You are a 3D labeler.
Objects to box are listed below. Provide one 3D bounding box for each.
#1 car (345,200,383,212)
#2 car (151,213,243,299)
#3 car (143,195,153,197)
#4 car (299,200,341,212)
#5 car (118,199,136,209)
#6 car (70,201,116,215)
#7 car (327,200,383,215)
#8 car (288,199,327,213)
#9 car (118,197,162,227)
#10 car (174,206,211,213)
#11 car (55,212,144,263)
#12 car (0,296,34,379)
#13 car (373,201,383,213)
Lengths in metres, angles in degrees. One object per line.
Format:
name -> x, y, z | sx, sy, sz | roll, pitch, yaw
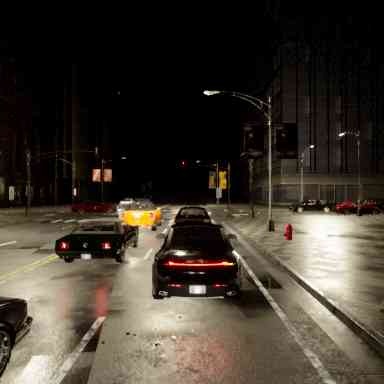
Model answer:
car -> 20.909, 1.643, 39.873 | 4.313, 1.339, 1.947 | 0, 0, -1
car -> 0.115, 1.512, 8.409 | 1.837, 1.490, 4.892 | 0, 0, 0
car -> -9.599, 1.603, 71.790 | 2.150, 2.045, 5.566 | 0, 0, 0
car -> 15.270, 1.663, 39.797 | 4.313, 1.339, 1.947 | 0, 0, -1
car -> -9.737, 1.745, 50.428 | 1.812, 1.442, 4.674 | 0, 0, 0
car -> -10.322, 1.642, 34.902 | 4.674, 1.442, 1.812 | 0, 0, -22
car -> 15.382, 1.577, 31.273 | 4.206, 1.307, 1.802 | 0, 0, -1
car -> 13.207, 1.576, 37.016 | 4.892, 1.490, 1.837 | 0, -1, -1
car -> -3.105, 1.396, 21.014 | 2.097, 1.767, 4.553 | 0, 0, 0
car -> 0.038, 1.510, 17.900 | 1.882, 1.535, 5.008 | 0, 0, 0
car -> -3.123, 1.615, 12.020 | 1.895, 1.301, 4.718 | 0, 0, 0
car -> -3.152, 1.548, 2.233 | 2.033, 1.411, 5.357 | 0, 0, 0
car -> 23.107, 1.639, 37.151 | 4.718, 1.301, 1.895 | 0, -1, -1
